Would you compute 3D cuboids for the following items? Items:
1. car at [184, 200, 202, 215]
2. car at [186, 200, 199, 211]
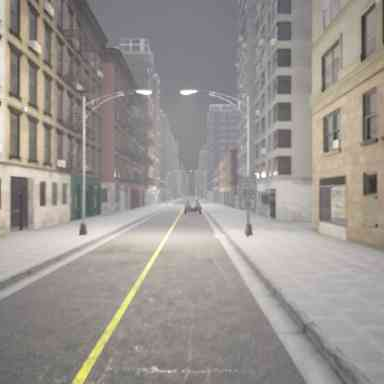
[{"bbox_3d":[0.102,1.746,40.340,2.097,1.767,4.553,0,-1,0],"label":"car"},{"bbox_3d":[0.088,2.017,50.177,1.812,1.442,4.674,0,0,0],"label":"car"}]
